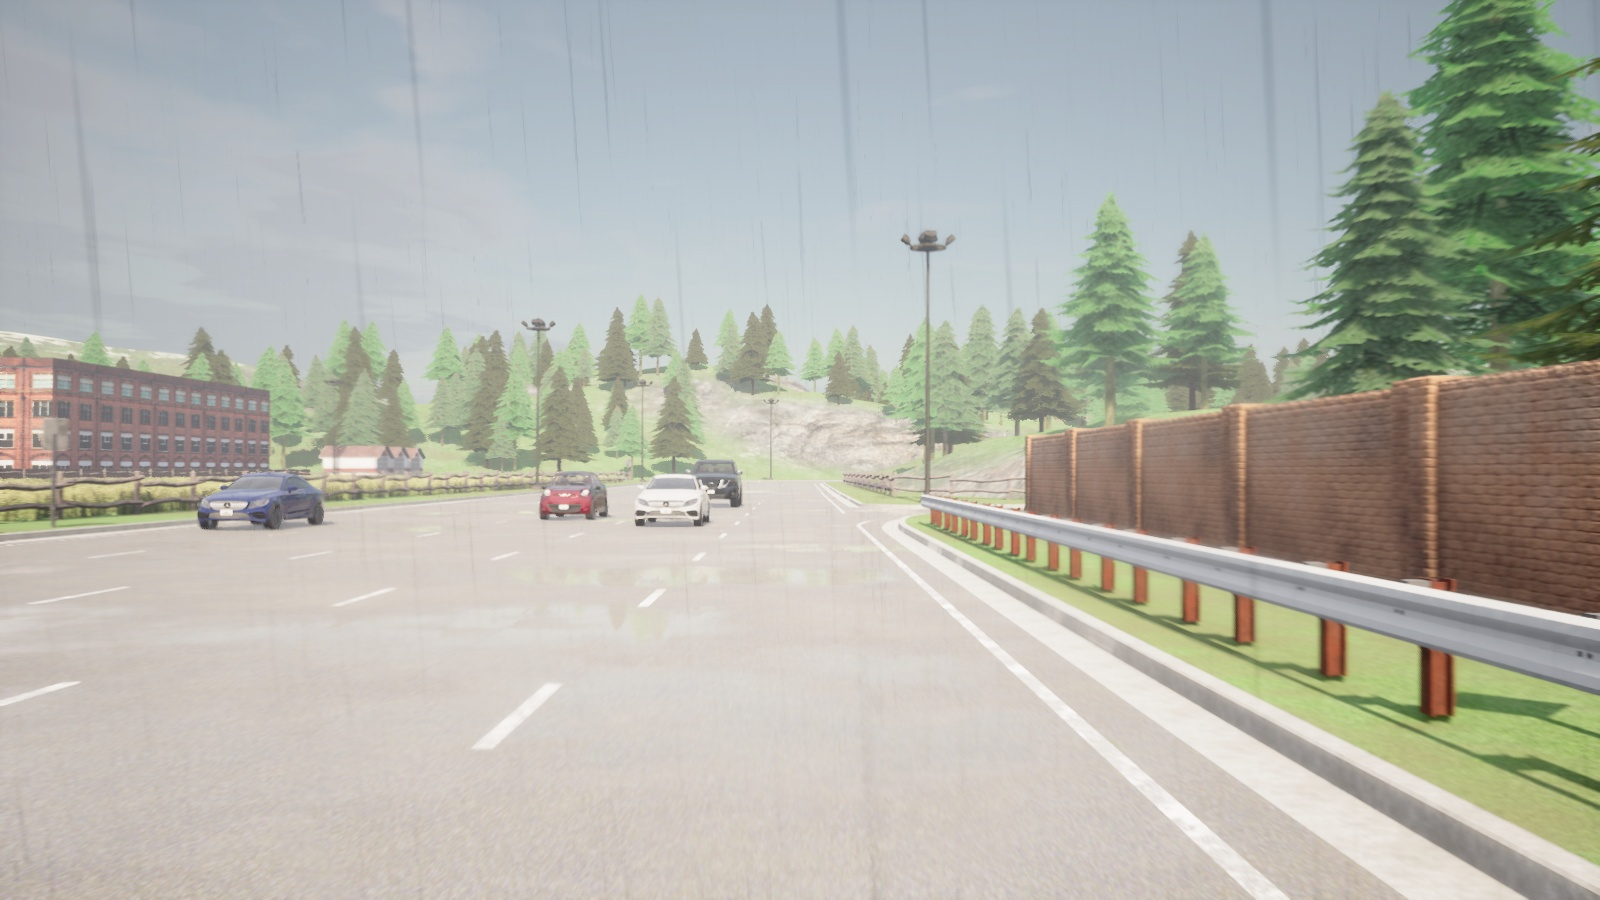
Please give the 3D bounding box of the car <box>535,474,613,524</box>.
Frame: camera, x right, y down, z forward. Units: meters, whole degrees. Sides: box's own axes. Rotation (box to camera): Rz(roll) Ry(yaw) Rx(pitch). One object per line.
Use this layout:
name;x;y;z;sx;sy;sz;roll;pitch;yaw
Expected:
car;-7.096;1.505;39.741;1.845;1.501;3.633;0;-1;0

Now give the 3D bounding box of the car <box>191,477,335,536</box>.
car;-14.080;1.438;33.262;1.812;1.442;4.674;0;-1;0

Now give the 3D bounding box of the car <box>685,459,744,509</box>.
car;-3.632;1.432;54.220;2.150;2.045;5.566;0;-1;0

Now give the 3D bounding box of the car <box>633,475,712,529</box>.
car;-3.587;1.443;36.143;1.812;1.442;4.674;0;-1;0
